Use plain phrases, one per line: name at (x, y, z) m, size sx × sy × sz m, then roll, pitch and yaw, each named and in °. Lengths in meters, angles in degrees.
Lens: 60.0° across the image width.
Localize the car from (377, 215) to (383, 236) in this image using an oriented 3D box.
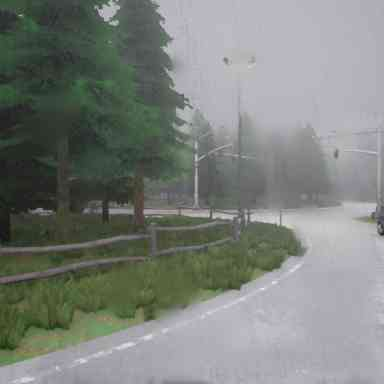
car at (10.280, 1.352, 15.442) m, size 2.097 × 1.767 × 4.553 m, roll 0°, pitch 0°, yaw 15°
